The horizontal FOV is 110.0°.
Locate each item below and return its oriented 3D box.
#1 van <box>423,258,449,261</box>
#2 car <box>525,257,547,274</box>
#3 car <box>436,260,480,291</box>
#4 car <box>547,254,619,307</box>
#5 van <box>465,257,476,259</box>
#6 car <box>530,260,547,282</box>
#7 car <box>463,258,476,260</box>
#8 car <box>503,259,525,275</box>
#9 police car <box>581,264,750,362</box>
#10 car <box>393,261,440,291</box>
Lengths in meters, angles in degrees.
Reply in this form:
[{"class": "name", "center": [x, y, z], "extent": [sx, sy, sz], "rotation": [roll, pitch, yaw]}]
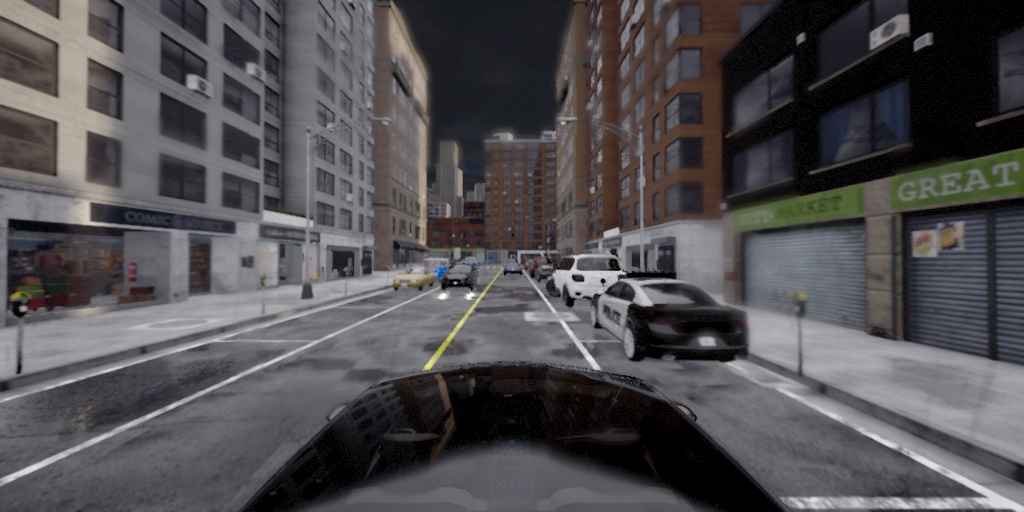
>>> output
[{"class": "van", "center": [-5.849, 1.054, 27.509], "extent": [1.690, 1.789, 3.998], "rotation": [0, 0, 0]}, {"class": "car", "center": [2.678, 1.027, 32.984], "extent": [2.192, 1.841, 5.009], "rotation": [0, 0, 0]}, {"class": "car", "center": [-3.091, 1.222, 21.929], "extent": [1.837, 1.490, 4.892], "rotation": [0, 0, 0]}, {"class": "car", "center": [3.061, 0.946, 15.362], "extent": [2.150, 2.045, 5.566], "rotation": [0, 0, -2]}, {"class": "van", "center": [-5.843, 1.062, 49.436], "extent": [1.690, 1.789, 3.998], "rotation": [0, 0, 0]}, {"class": "car", "center": [2.676, 1.264, 27.503], "extent": [2.007, 1.370, 4.403], "rotation": [0, 0, 0]}, {"class": "car", "center": [-5.844, 1.283, 43.954], "extent": [1.948, 1.339, 4.313], "rotation": [0, 0, 0]}, {"class": "car", "center": [0.100, 1.278, 38.469], "extent": [1.994, 1.385, 4.181], "rotation": [0, 0, 0]}, {"class": "police car", "center": [3.136, 1.160, 8.330], "extent": [1.930, 1.638, 5.238], "rotation": [0, 0, 0]}, {"class": "car", "center": [-5.851, 1.242, 21.856], "extent": [1.751, 1.417, 4.829], "rotation": [0, 0, 0]}]
